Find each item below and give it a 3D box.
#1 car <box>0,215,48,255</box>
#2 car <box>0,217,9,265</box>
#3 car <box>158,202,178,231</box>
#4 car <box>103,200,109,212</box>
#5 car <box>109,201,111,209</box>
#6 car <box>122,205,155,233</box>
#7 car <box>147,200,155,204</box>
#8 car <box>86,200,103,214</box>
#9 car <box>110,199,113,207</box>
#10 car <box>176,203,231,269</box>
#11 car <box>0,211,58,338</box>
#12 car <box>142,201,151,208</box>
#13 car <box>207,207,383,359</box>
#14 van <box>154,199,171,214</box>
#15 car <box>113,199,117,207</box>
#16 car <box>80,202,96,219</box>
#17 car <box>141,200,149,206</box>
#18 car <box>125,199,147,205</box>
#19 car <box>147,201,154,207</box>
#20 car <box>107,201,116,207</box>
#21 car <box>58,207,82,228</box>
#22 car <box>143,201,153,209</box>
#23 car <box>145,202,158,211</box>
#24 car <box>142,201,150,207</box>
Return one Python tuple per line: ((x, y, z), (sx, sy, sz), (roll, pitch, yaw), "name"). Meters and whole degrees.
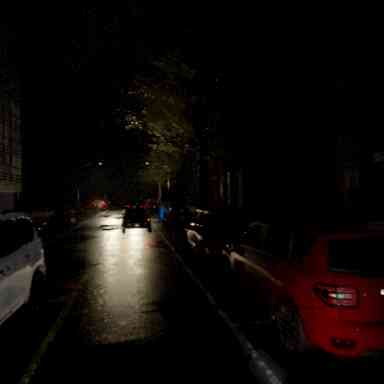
((-8.388, 1.905, 15.697), (1.887, 1.381, 4.507), (-1, -1, -10), "car")
((-7.400, 1.716, 10.147), (1.967, 1.590, 4.097), (-1, -1, -10), "car")
((-0.987, 1.720, 22.736), (1.967, 1.590, 4.097), (-1, -1, -10), "car")
((-15.327, 2.308, 54.552), (2.192, 1.841, 5.009), (-1, -1, -10), "car")
((-16.311, 2.655, 60.100), (1.947, 1.339, 4.313), (-1, -1, -10), "car")
((-3.731, 1.861, 22.370), (1.812, 1.442, 4.674), (-1, -1, -10), "car")
((-4.948, 2.200, 44.938), (1.947, 1.339, 4.313), (-1, -1, -10), "car")
((-13.346, 2.115, 43.451), (2.192, 1.841, 5.009), (-1, -1, -10), "car")
((-17.307, 2.501, 65.652), (2.192, 1.841, 5.009), (-1, -1, -10), "car")
((0.991, 1.425, 11.635), (2.192, 1.841, 5.009), (-1, -1, -10), "car")
((-3.723, 1.358, 4.701), (2.150, 2.045, 5.566), (-1, -1, -10), "car")
((-9.932, 2.647, 72.862), (1.752, 1.417, 4.829), (-1, -1, -10), "car")
((1.981, 1.341, 6.084), (2.192, 1.841, 5.009), (-1, -1, -10), "car")
((-1.980, 1.706, 28.289), (1.690, 1.788, 3.998), (-1, -1, -10), "van")
((-20.273, 3.050, 82.301), (1.947, 1.339, 4.313), (-1, -1, -10), "car")
((-12.321, 2.228, 37.732), (1.752, 1.417, 4.829), (-1, -1, -10), "car")
((-11.884, 2.759, 83.798), (1.967, 1.590, 4.097), (-1, -1, -10), "car")
((-6.943, 1.840, 40.360), (2.150, 2.045, 5.566), (-1, -1, -10), "car")
((-3.958, 2.121, 39.388), (1.802, 1.307, 4.206), (-1, -1, -10), "car")
((-21.263, 3.153, 87.850), (1.947, 1.339, 4.313), (-1, -1, -10), "car")
((-10.368, 2.112, 26.798), (1.802, 1.307, 4.206), (-1, -1, -10), "car")
((-8.910, 2.586, 67.143), (1.947, 1.339, 4.313), (-1, -1, -10), "car")
((-6.929, 2.371, 56.041), (1.887, 1.381, 4.507), (-1, -1, -10), "car")
((-10.890, 2.800, 78.245), (1.802, 1.307, 4.206), (-1, -1, -10), "car")
